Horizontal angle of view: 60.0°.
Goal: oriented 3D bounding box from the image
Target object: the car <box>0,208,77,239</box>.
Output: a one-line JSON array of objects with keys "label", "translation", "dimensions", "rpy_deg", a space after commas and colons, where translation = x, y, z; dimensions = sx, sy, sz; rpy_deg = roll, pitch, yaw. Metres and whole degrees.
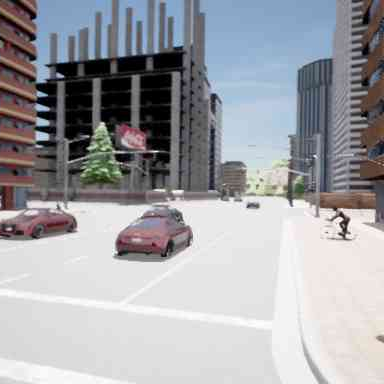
[{"label": "car", "translation": [-7.749, 1.505, 16.974], "dimensions": [1.994, 1.385, 4.181], "rpy_deg": [1, 0, 16]}]

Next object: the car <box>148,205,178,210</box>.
[{"label": "car", "translation": [-2.042, 1.618, 23.747], "dimensions": [1.994, 1.385, 4.181], "rpy_deg": [1, 0, 16]}]

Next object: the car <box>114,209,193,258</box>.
[{"label": "car", "translation": [-1.337, 1.603, 13.132], "dimensions": [1.994, 1.385, 4.181], "rpy_deg": [1, 0, 15]}]

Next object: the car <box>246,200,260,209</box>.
[{"label": "car", "translation": [9.844, 1.928, 53.328], "dimensions": [1.895, 1.301, 4.718], "rpy_deg": [1, 0, 16]}]

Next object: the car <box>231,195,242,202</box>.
[{"label": "car", "translation": [12.109, 2.003, 87.844], "dimensions": [1.994, 1.385, 4.181], "rpy_deg": [1, 0, 16]}]

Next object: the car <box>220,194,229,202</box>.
[{"label": "car", "translation": [8.739, 1.896, 88.785], "dimensions": [1.837, 1.490, 4.892], "rpy_deg": [1, 0, 16]}]

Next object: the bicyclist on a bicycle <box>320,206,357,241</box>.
[{"label": "bicyclist on a bicycle", "translation": [6.936, 1.485, 15.772], "dimensions": [1.656, 1.620, 0.582], "rpy_deg": [1, 0, 16]}]
